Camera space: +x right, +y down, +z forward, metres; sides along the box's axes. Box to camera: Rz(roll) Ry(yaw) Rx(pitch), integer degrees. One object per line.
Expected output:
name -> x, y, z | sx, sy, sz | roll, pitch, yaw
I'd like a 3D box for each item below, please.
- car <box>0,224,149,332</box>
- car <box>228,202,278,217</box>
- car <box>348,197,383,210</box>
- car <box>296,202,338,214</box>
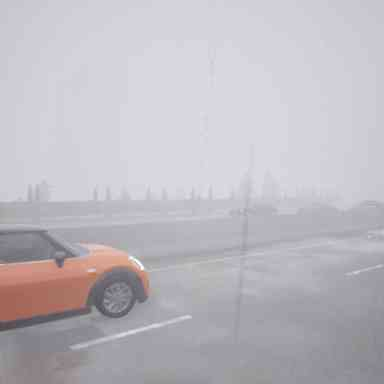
car -> -3.040, 1.352, 5.877 | 4.553, 1.767, 2.097 | 0, 0, -36
car -> 5.408, 1.592, 29.399 | 4.718, 1.301, 1.895 | 0, 0, -36
car -> 14.795, 1.480, 27.795 | 4.902, 1.511, 2.128 | 0, 0, -39
car -> 11.041, 1.553, 29.285 | 4.181, 1.385, 1.994 | 0, 0, -38
